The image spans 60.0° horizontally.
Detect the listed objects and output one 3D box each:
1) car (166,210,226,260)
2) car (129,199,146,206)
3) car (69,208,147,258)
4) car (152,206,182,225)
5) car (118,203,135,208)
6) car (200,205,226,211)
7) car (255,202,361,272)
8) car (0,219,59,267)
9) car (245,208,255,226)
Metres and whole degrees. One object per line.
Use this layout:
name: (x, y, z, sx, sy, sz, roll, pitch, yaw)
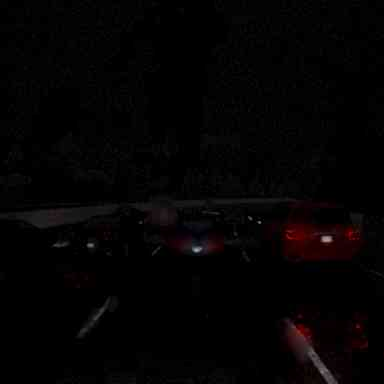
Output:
car: (0.318, 1.661, 12.895, 1.812, 1.442, 4.674, 0, 0, 4)
car: (-11.969, 2.316, 73.446, 1.994, 1.385, 4.181, 0, -1, 20)
car: (-3.150, 1.618, 13.413, 1.882, 1.535, 5.008, 0, 0, 4)
car: (-1.825, 1.846, 26.989, 1.994, 1.385, 4.181, 0, -1, 9)
car: (-5.313, 1.850, 27.333, 1.994, 1.385, 4.181, 0, -1, 9)
car: (1.640, 1.770, 26.510, 2.128, 1.511, 4.902, 0, 0, 8)
car: (3.709, 1.346, 11.431, 2.150, 2.045, 5.566, 0, 0, 4)
car: (-6.784, 1.672, 11.864, 2.033, 1.411, 5.357, 0, -1, 4)
car: (5.072, 1.871, 25.829, 1.895, 1.301, 4.718, 0, -1, 8)
